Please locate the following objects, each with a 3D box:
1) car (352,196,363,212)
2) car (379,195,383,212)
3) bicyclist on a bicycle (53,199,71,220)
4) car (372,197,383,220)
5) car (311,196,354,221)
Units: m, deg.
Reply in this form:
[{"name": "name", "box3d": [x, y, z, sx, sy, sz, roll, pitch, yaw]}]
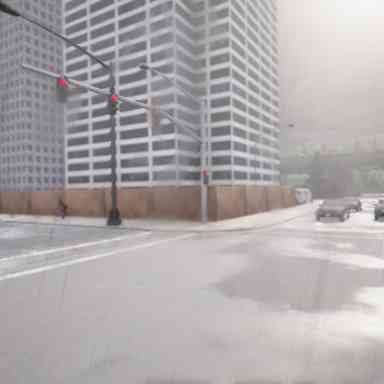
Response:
[{"name": "car", "box3d": [15.628, 1.169, 32.931, 1.812, 1.442, 4.674, -1, 0, 32]}, {"name": "car", "box3d": [19.568, 1.080, 32.646, 1.837, 1.490, 4.892, -1, 0, 32]}, {"name": "bicyclist on a bicycle", "box3d": [-10.253, 1.411, 26.256, 0.582, 1.620, 1.656, -1, 0, 32]}, {"name": "car", "box3d": [14.341, 1.179, 24.193, 2.128, 1.511, 4.902, -1, 0, 32]}, {"name": "car", "box3d": [10.417, 1.281, 24.499, 1.812, 1.442, 4.674, -1, 0, 32]}]
